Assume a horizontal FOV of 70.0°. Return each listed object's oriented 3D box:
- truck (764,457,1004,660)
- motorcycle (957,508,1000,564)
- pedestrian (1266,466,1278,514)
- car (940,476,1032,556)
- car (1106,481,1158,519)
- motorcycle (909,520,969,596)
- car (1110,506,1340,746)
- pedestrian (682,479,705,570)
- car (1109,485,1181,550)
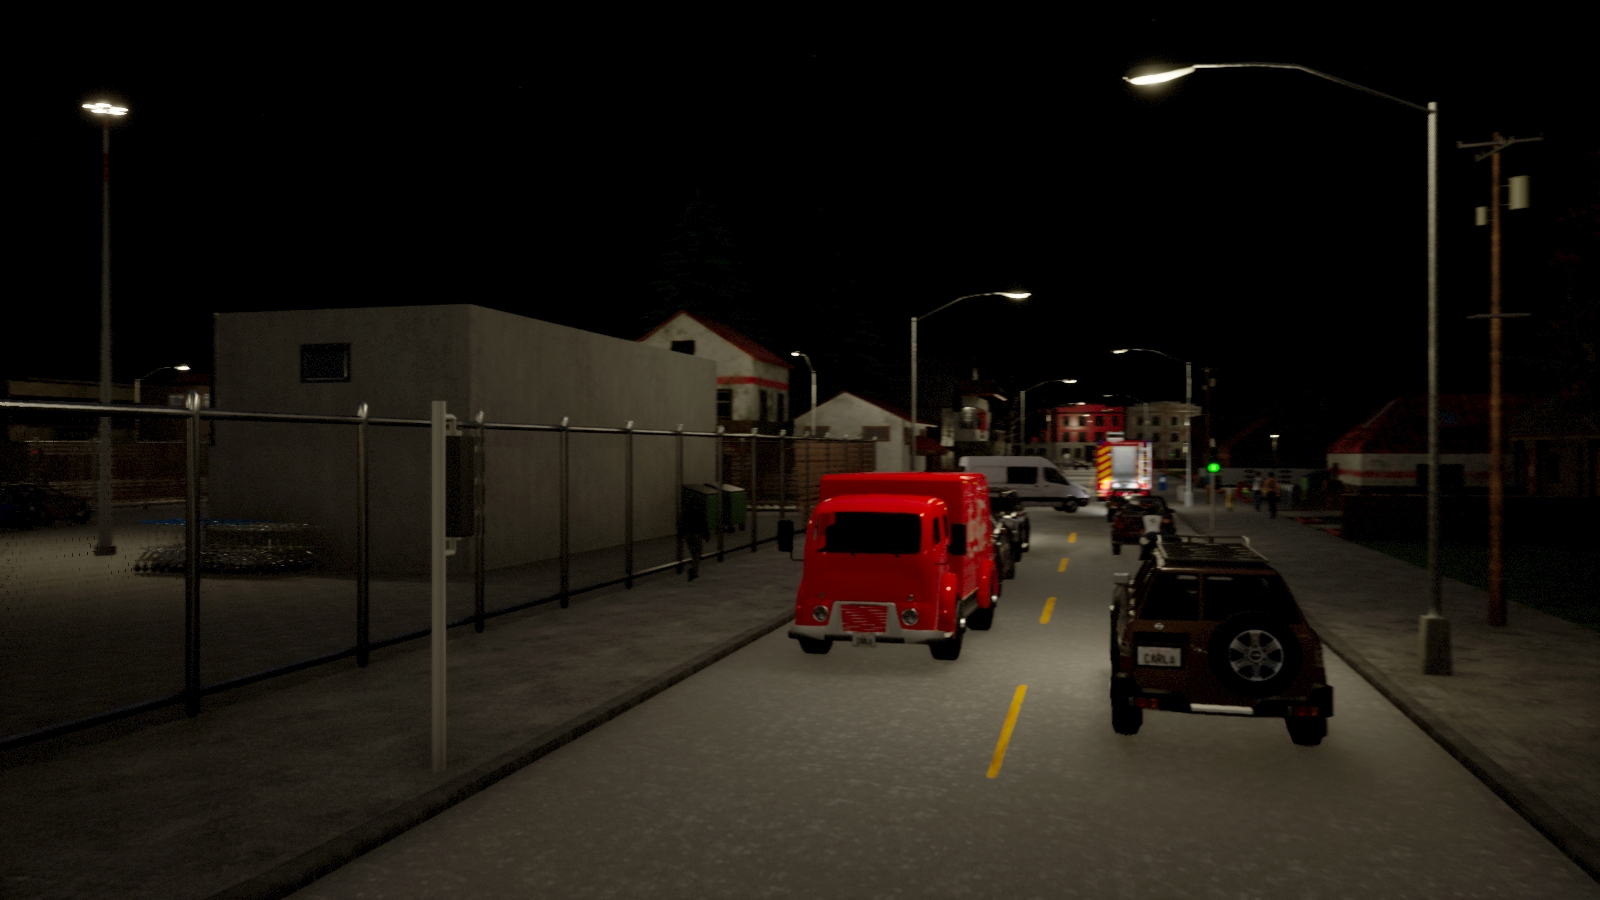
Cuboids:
[{"bbox_3d":[1.481,1.359,16.977,2.627,2.467,5.204,0,0,15],"label":"truck"},{"bbox_3d":[4.242,2.010,27.033,0.803,1.145,2.033,0,0,15],"label":"motorcycle"},{"bbox_3d":[18.536,1.550,44.832,0.375,1.860,0.375,0,0,13],"label":"pedestrian"},{"bbox_3d":[5.018,1.662,30.284,1.932,1.855,4.605,0,0,15],"label":"car"},{"bbox_3d":[13.301,1.962,45.958,1.895,1.301,4.718,0,0,15],"label":"car"},{"bbox_3d":[2.610,1.975,21.258,0.856,1.236,1.805,0,0,15],"label":"motorcycle"},{"bbox_3d":[4.368,1.651,12.412,1.932,1.855,4.605,0,0,15],"label":"car"},{"bbox_3d":[-2.208,1.541,23.741,0.375,1.860,0.375,0,0,15],"label":"pedestrian"},{"bbox_3d":[9.557,1.825,31.850,1.789,1.549,3.705,0,0,15],"label":"car"}]
